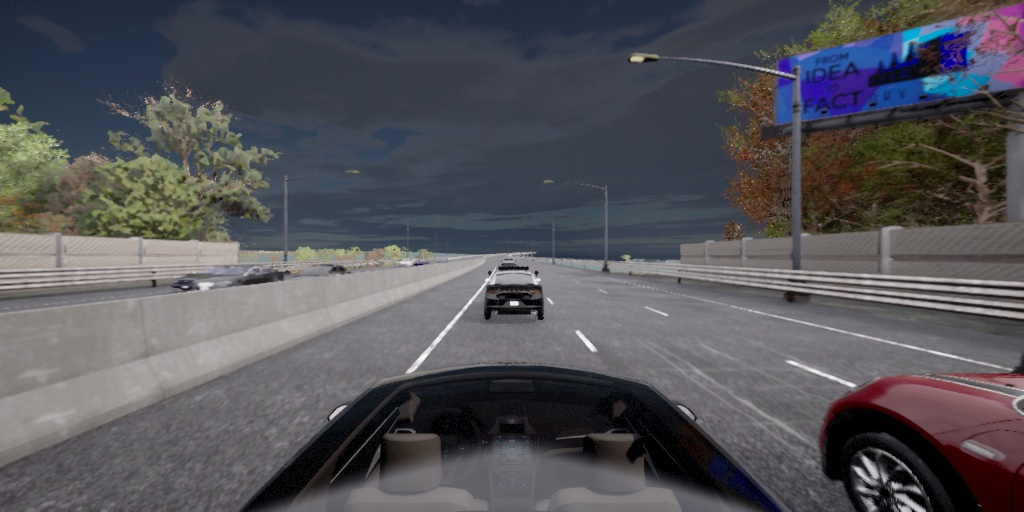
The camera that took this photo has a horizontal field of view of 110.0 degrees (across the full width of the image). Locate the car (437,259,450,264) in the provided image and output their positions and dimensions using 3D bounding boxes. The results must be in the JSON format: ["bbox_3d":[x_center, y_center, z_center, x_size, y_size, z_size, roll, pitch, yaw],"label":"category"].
[{"bbox_3d":[-11.540,1.263,61.186,2.033,1.411,5.357,0,0,-1],"label":"car"}]

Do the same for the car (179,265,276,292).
[{"bbox_3d":[-14.195,1.242,18.980,2.128,1.511,4.902,0,0,-1],"label":"car"}]

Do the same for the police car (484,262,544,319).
[{"bbox_3d":[0.053,1.174,13.014,1.930,1.638,5.238,0,0,0],"label":"police car"}]

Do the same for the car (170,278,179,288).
[{"bbox_3d":[-17.726,1.298,22.075,2.033,1.411,5.357,0,0,-1],"label":"car"}]

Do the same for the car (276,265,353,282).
[{"bbox_3d":[-10.708,1.254,20.303,1.837,1.490,4.892,0,0,-1],"label":"car"}]

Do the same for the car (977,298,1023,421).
[{"bbox_3d":[7.093,1.274,2.434,1.812,1.442,4.674,0,0,0],"label":"car"}]

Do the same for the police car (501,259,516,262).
[{"bbox_3d":[-0.417,1.150,43.957,1.930,1.638,5.238,0,0,-1],"label":"police car"}]

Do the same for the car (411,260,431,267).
[{"bbox_3d":[-15.014,1.319,60.023,1.895,1.301,4.718,0,0,-1],"label":"car"}]

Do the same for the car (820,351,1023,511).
[{"bbox_3d":[3.590,1.101,1.052,2.097,1.767,4.553,0,0,0],"label":"car"}]
